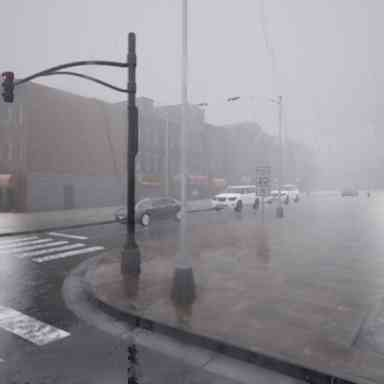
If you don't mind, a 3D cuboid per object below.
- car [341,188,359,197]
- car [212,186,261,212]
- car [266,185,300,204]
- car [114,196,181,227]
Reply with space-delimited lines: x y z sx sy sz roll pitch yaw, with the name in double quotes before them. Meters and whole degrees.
"car" 24.985 0.087 52.531 2.033 1.411 5.357 0 2 35
"car" 3.882 0.488 28.049 2.150 2.045 5.566 0 2 35
"car" 10.151 0.222 36.810 2.150 2.045 5.566 0 2 35
"car" -2.321 1.047 19.358 1.837 1.490 4.892 0 2 36
